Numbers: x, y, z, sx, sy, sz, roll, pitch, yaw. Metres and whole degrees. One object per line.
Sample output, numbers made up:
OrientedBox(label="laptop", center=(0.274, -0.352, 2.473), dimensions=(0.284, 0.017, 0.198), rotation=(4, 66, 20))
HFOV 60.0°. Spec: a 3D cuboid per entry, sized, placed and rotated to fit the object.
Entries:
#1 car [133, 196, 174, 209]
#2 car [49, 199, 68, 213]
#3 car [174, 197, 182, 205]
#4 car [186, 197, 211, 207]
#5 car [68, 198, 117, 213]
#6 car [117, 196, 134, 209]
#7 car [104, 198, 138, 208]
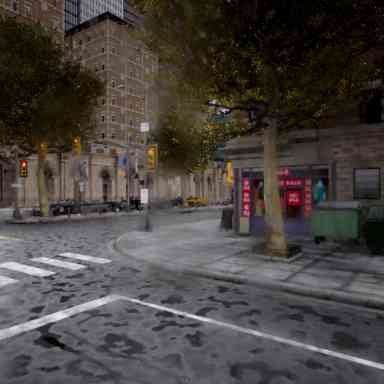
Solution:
OrientedBox(label="car", center=(-4.963, 1.508, 43.831), dimensions=(1.837, 1.490, 4.892), rotation=(0, 0, 36))
OrientedBox(label="car", center=(-13.875, 1.508, 37.477), dimensions=(1.837, 1.490, 4.892), rotation=(0, 0, 36))
OrientedBox(label="car", center=(-1.814, 1.481, 54.147), dimensions=(1.882, 1.535, 5.008), rotation=(0, 0, 36))
OrientedBox(label="car", center=(1.043, 1.481, 52.120), dimensions=(1.882, 1.535, 5.008), rotation=(0, 0, 36))
OrientedBox(label="car", center=(-10.693, 1.567, 35.904), dimensions=(1.994, 1.385, 4.181), rotation=(0, 0, 36))
OrientedBox(label="car", center=(-7.931, 1.355, 45.702), dimensions=(2.097, 1.767, 4.553), rotation=(0, 0, 36))
OrientedBox(label="car", center=(-10.205, 1.599, 47.936), dimensions=(1.895, 1.301, 4.718), rotation=(0, 0, 36))
